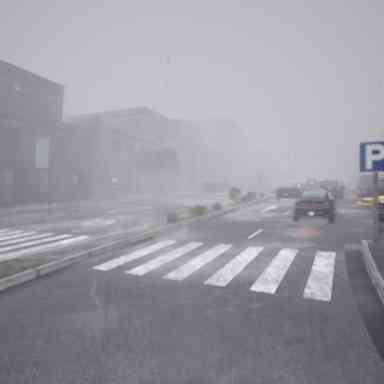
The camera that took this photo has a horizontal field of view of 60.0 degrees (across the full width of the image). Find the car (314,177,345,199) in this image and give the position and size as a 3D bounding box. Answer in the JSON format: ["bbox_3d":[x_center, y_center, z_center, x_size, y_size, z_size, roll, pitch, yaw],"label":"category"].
[{"bbox_3d":[12.847,-0.346,30.777,2.097,1.767,4.553,0,3,26],"label":"car"}]

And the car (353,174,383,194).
[{"bbox_3d":[20.386,-0.844,35.086,5.566,2.045,2.435,0,3,6],"label":"car"}]

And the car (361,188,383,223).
[{"bbox_3d":[9.828,0.747,13.172,4.892,1.521,2.231,0,3,6],"label":"car"}]

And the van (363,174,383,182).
[{"bbox_3d":[13.896,0.018,21.369,4.442,1.987,1.878,0,3,6],"label":"van"}]

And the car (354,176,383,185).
[{"bbox_3d":[30.867,-1.929,57.058,4.892,1.521,2.231,0,3,5],"label":"car"}]

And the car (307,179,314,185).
[{"bbox_3d":[13.323,-0.551,39.518,1.895,1.301,4.718,0,3,26],"label":"car"}]

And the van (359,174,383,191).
[{"bbox_3d":[23.105,-1.154,40.563,4.442,1.987,1.878,0,3,6],"label":"van"}]

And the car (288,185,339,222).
[{"bbox_3d":[6.507,0.619,17.455,1.837,1.490,4.892,0,3,25],"label":"car"}]

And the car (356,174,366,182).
[{"bbox_3d":[15.066,-0.174,24.115,5.566,2.045,2.435,0,4,6],"label":"car"}]

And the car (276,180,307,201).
[{"bbox_3d":[8.900,-0.099,30.056,1.882,1.535,5.008,0,3,25],"label":"car"}]

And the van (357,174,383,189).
[{"bbox_3d":[25.504,-1.488,46.061,4.442,1.987,1.878,0,4,6],"label":"van"}]

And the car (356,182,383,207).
[{"bbox_3d":[12.281,0.409,18.665,5.366,1.575,1.946,0,4,6],"label":"car"}]

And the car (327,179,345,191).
[{"bbox_3d":[18.763,-0.891,43.219,1.994,1.385,4.181,0,3,26],"label":"car"}]

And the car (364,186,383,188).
[{"bbox_3d":[11.152,0.619,15.908,4.674,1.452,2.002,0,4,6],"label":"car"}]

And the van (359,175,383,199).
[{"bbox_3d":[17.610,-0.483,29.610,4.442,1.987,1.878,0,4,6],"label":"van"}]

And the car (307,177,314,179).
[{"bbox_3d":[17.660,-1.352,48.551,2.097,1.767,4.553,0,3,26],"label":"car"}]
